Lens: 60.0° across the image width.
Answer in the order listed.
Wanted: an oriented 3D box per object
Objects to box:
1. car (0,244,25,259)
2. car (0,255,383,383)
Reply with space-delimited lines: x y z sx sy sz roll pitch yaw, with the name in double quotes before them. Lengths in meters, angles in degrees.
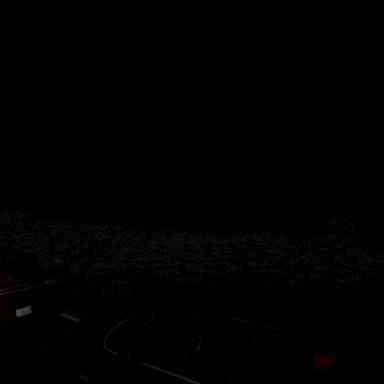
"car" -4.237 1.608 6.098 4.507 1.381 1.887 -1 0 36
"car" 0.359 1.451 2.817 4.097 1.590 1.967 -1 0 36
